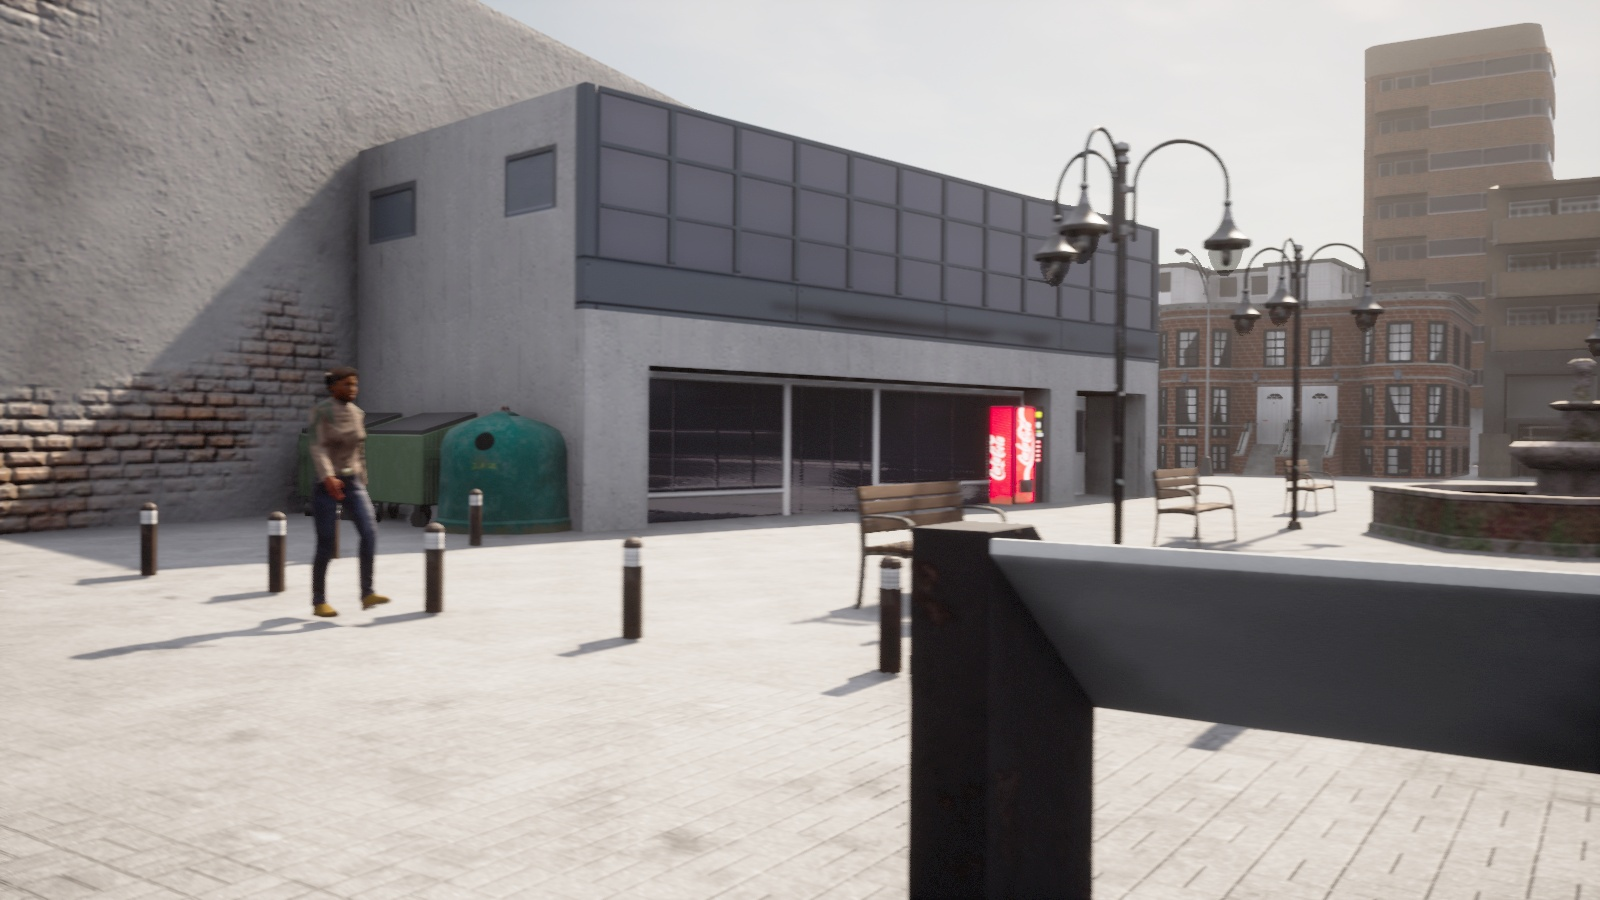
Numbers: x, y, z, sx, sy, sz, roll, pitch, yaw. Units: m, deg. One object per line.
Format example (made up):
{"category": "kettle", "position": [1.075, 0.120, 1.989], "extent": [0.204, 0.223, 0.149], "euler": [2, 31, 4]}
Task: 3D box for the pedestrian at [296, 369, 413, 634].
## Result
{"category": "pedestrian", "position": [-3.176, 0.348, 8.935], "extent": [0.869, 1.805, 0.328], "euler": [0, 1, 37]}
